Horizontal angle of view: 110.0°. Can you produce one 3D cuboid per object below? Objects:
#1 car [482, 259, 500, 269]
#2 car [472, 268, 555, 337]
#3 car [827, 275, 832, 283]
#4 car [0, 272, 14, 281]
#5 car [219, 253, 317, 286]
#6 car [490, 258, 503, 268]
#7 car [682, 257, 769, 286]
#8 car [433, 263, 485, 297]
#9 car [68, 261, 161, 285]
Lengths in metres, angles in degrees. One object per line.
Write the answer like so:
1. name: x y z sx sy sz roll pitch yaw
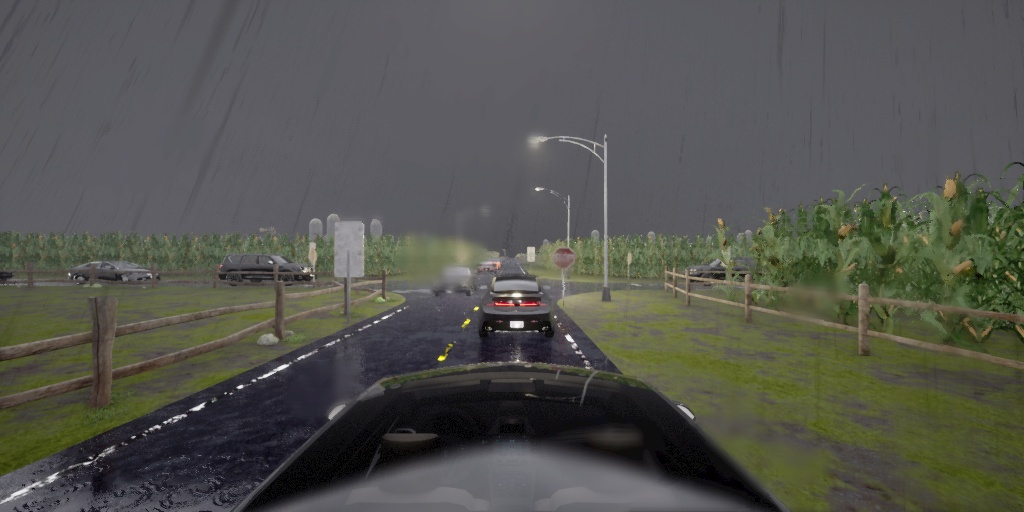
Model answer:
1. car: -2.782 1.303 41.126 1.994 1.385 4.181 0 0 0
2. car: 0.111 1.256 10.283 1.837 1.490 4.892 0 0 0
3. car: 25.462 1.434 25.805 4.902 1.511 2.128 0 -1 1
4. car: -36.151 1.143 23.575 4.718 1.301 1.895 0 -1 1
5. car: -15.823 0.870 23.357 5.566 2.045 2.150 0 -1 0
6. car: -2.749 1.083 53.807 2.097 1.767 4.553 0 0 0
7. car: 15.389 1.094 25.925 5.566 2.045 2.150 0 -1 1
8. car: -2.821 1.296 19.284 2.033 1.411 5.357 0 0 0
9. car: -25.873 1.086 23.452 4.902 1.511 2.128 0 -1 1
